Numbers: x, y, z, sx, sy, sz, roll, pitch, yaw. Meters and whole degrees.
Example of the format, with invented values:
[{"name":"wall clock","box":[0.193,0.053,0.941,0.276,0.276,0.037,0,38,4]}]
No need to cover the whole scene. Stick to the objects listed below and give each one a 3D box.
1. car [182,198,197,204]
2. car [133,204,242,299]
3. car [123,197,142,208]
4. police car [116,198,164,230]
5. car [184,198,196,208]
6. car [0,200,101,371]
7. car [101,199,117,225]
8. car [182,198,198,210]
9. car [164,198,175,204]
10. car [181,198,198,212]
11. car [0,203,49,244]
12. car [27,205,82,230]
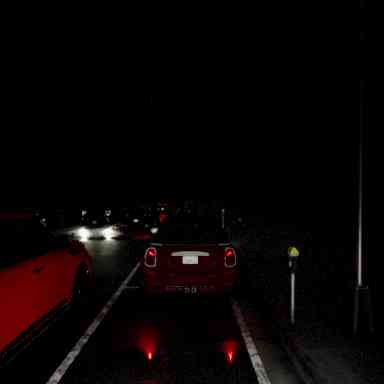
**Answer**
[{"name":"car","box":[-0.280,1.537,32.939,2.008,1.369,4.403,-1,0,0]},{"name":"car","box":[-0.033,1.350,8.622,2.097,1.767,4.553,0,0,0]},{"name":"car","box":[-8.822,1.516,49.695,1.887,1.381,4.507,-1,0,0]},{"name":"police car","box":[-3.147,1.418,21.238,1.930,1.638,5.238,0,0,0]},{"name":"car","box":[-0.276,1.554,49.696,1.802,1.307,4.206,-1,0,0]},{"name":"car","box":[-3.048,1.222,4.260,2.150,2.045,5.566,0,0,0]},{"name":"car","box":[-6.244,1.344,23.533,2.097,1.767,4.553,0,0,0]},{"name":"car","box":[-0.277,1.543,44.111,1.947,1.339,4.313,-1,0,0]},{"name":"car","box":[-3.047,1.487,37.034,1.837,1.490,4.892,0,0,0]},{"name":"car","box":[-0.279,1.507,38.694,1.752,1.417,4.829,-1,0,0]},{"name":"car","box":[-8.823,1.435,16.181,1.967,1.590,4.097,-1,0,0]},{"name":"car","box":[-8.822,1.575,21.767,1.802,1.307,4.206,-1,0,0]}]
